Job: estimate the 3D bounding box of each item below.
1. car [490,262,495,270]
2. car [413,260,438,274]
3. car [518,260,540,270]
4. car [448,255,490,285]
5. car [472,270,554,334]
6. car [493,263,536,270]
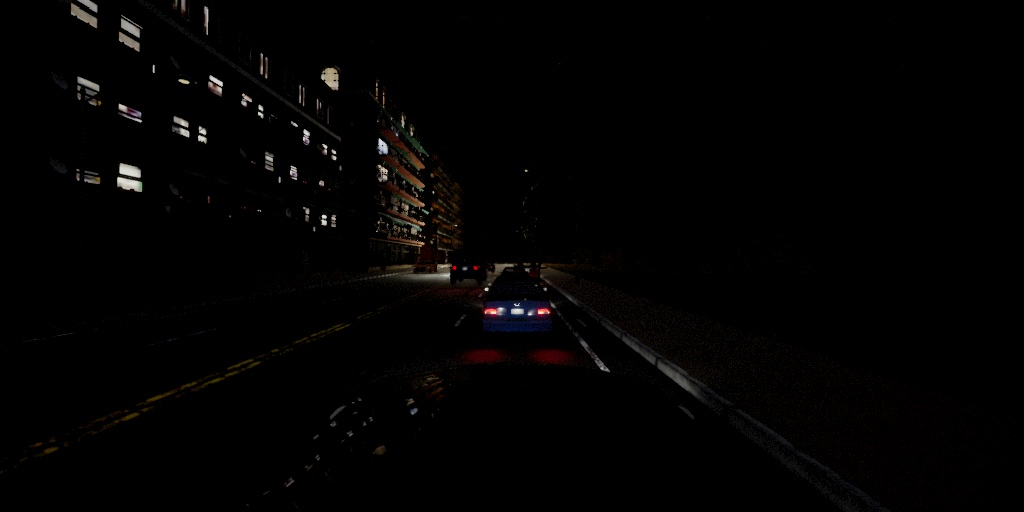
[{"bbox_3d":[-3.069,1.354,44.453,1.895,1.301,4.718,0,0,0],"label":"car"},{"bbox_3d":[-9.778,1.231,40.761,1.882,1.535,5.008,0,0,0],"label":"car"},{"bbox_3d":[1.190,1.105,29.857,2.097,1.767,4.553,0,0,0],"label":"car"},{"bbox_3d":[-3.105,0.970,26.337,2.150,2.045,5.566,0,-1,0],"label":"car"},{"bbox_3d":[0.118,1.299,10.589,2.033,1.411,5.357,0,0,0],"label":"car"},{"bbox_3d":[0.129,1.317,20.922,1.994,1.385,4.181,0,0,1],"label":"car"}]
